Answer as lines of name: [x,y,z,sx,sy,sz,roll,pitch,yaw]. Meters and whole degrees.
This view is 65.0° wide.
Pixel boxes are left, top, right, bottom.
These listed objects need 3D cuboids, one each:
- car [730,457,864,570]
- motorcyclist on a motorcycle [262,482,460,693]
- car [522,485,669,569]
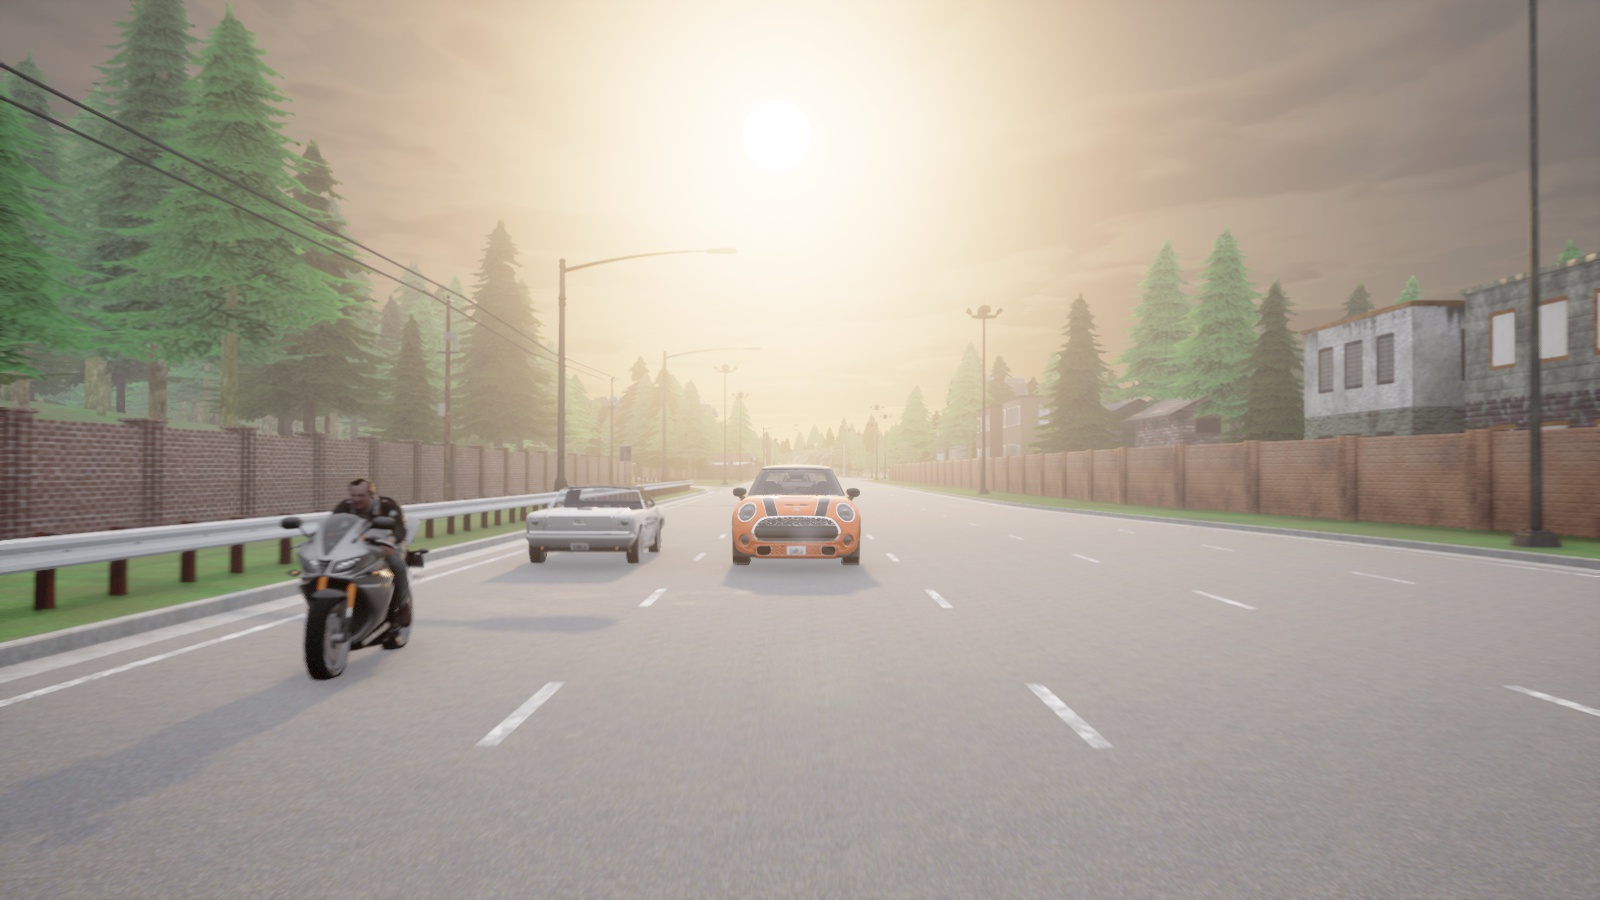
car: [-0.054,1.041,22.063,2.097,1.767,4.553,0,-1,0]
motorcyclist on a motorcycle: [-3.525,1.036,10.336,0.866,1.530,2.191,0,-1,0]
car: [-3.555,1.307,22.649,1.895,1.301,4.718,0,-1,0]
